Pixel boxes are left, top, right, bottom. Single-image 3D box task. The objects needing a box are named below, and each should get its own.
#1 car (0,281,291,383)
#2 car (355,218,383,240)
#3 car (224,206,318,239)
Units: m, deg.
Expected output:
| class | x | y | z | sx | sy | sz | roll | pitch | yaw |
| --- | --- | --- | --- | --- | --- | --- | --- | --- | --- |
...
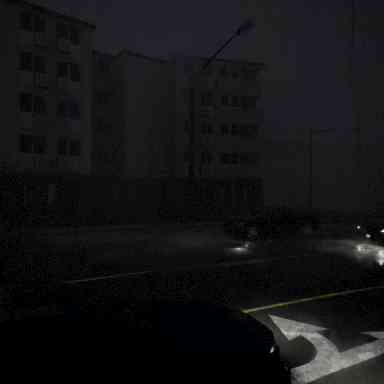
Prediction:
| class | x | y | z | sx | sy | sz | roll | pitch | yaw |
| --- | --- | --- | --- | --- | --- | --- | --- | --- | --- |
| car | -1.256 | 1.526 | 2.713 | 4.674 | 1.442 | 1.812 | 0 | 0 | -33 |
| car | 10.347 | 1.548 | 15.360 | 5.357 | 1.411 | 2.033 | 0 | 0 | -15 |
| car | 4.060 | 1.477 | 17.075 | 5.008 | 1.535 | 1.882 | 0 | 0 | -19 |
